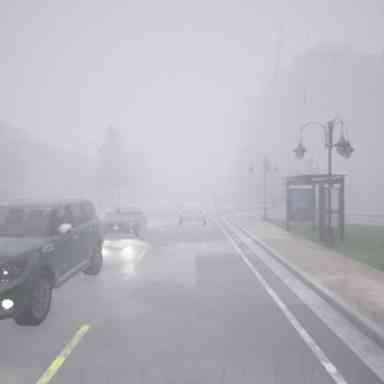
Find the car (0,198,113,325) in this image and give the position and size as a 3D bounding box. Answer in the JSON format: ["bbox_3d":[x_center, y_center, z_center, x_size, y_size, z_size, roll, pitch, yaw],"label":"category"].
[{"bbox_3d":[-3.590,1.187,7.379,2.150,2.045,5.566,0,0,0],"label":"car"}]

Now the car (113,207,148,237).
[{"bbox_3d":[-3.534,1.482,17.510,1.994,1.385,4.181,0,0,0],"label":"car"}]

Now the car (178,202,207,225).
[{"bbox_3d":[0.049,1.419,22.930,1.812,1.442,4.674,0,0,1],"label":"car"}]
